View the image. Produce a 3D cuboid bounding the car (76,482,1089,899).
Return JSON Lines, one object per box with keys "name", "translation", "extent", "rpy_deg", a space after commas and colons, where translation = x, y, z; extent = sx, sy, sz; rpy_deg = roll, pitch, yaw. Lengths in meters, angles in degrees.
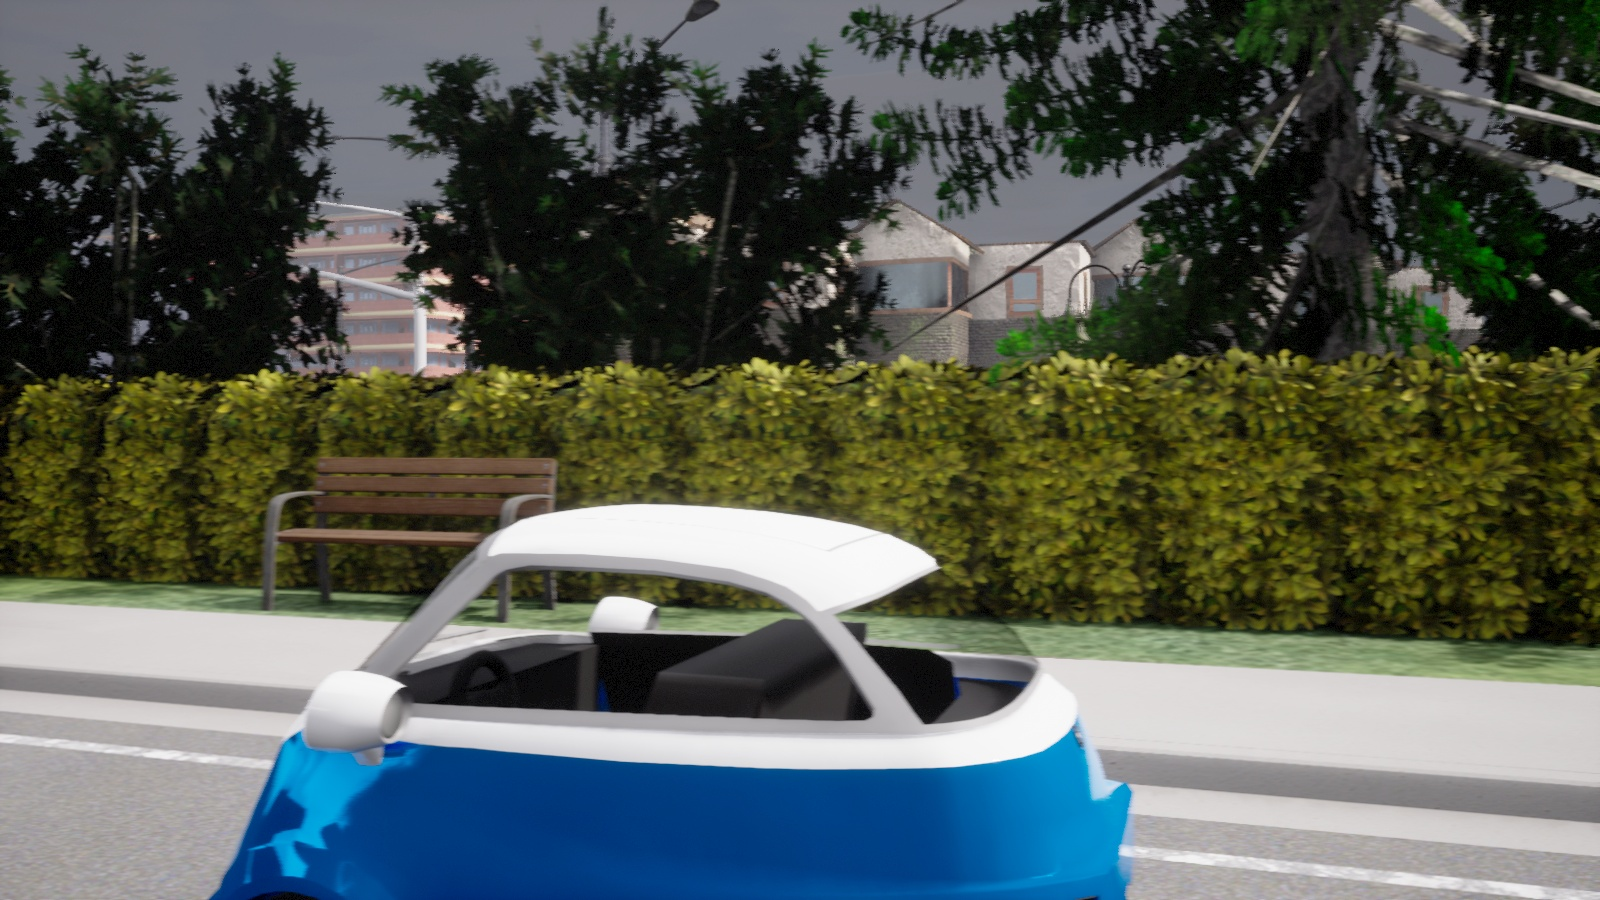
{"name": "car", "translation": [-0.443, 0.826, 3.343], "extent": [2.207, 1.376, 1.481], "rpy_deg": [1, 1, 19]}
